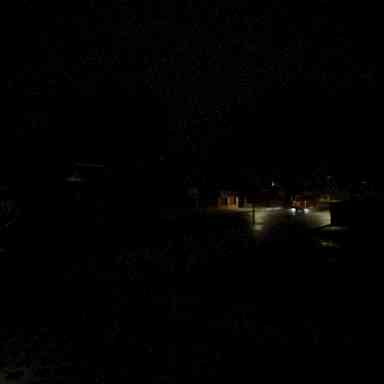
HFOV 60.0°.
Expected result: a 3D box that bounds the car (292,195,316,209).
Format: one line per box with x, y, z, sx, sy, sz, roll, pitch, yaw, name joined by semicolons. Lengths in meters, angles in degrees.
15.494;1.317;45.837;2.097;1.767;4.553;0;0;36;car
